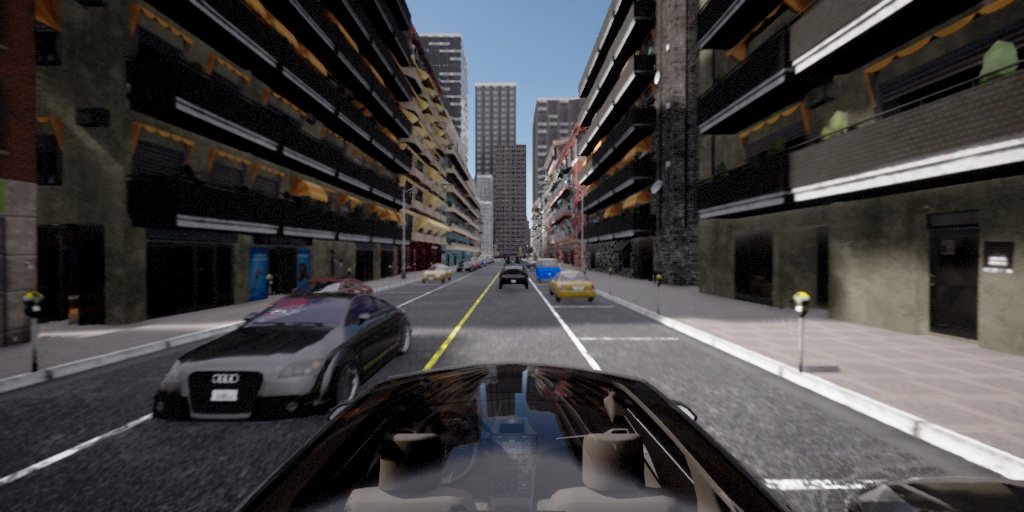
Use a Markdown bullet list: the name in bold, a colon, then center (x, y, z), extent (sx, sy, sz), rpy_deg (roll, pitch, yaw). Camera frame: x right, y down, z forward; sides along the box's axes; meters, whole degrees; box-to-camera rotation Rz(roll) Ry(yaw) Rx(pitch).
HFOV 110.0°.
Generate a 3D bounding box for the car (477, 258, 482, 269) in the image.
- **car**: center (-5.679, 1.291, 49.861), extent (1.888, 1.381, 4.507), rpy_deg (0, 0, 0)

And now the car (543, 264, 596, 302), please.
- **car**: center (2.693, 1.271, 16.876), extent (1.751, 1.417, 4.829), rpy_deg (0, 0, 0)

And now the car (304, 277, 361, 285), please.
- **car**: center (-5.689, 1.329, 11.197), extent (1.802, 1.307, 4.207), rpy_deg (0, 0, 0)

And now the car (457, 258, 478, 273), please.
- **car**: center (-5.680, 1.311, 44.338), extent (1.948, 1.339, 4.313), rpy_deg (0, 0, 0)

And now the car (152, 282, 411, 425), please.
- **car**: center (-3.090, 1.313, 5.848), extent (1.994, 1.385, 4.181), rpy_deg (0, 0, 0)

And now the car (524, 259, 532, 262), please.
- **car**: center (2.702, 1.296, 49.846), extent (2.007, 1.370, 4.403), rpy_deg (0, 0, 0)

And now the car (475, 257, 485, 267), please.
- **car**: center (-5.678, 1.291, 55.385), extent (1.888, 1.381, 4.507), rpy_deg (0, 0, 0)

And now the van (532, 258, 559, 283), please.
- **van**: center (2.696, 1.086, 27.753), extent (1.690, 1.789, 3.998), rpy_deg (0, 0, 0)

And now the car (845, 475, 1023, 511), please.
- **car**: center (2.689, 1.316, 0.136), extent (1.948, 1.339, 4.313), rpy_deg (0, 0, 0)

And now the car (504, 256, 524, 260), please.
- **car**: center (0.113, 0.966, 48.638), extent (2.150, 2.045, 5.566), rpy_deg (0, 0, 0)

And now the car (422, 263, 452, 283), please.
- **car**: center (-5.685, 1.271, 27.598), extent (1.751, 1.417, 4.829), rpy_deg (0, 0, 0)

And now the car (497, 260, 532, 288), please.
- **car**: center (0.105, 1.250, 23.660), extent (1.837, 1.490, 4.892), rpy_deg (0, 0, 0)

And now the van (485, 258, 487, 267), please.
- **van**: center (-5.676, 1.088, 60.909), extent (1.690, 1.789, 3.998), rpy_deg (0, 0, 0)
